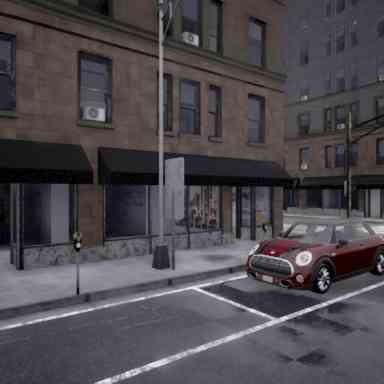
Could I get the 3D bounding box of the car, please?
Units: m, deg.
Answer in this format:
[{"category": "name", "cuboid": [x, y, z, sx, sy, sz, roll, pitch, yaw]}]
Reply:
[{"category": "car", "cuboid": [3.312, 1.440, 8.722, 4.097, 1.590, 1.967, 0, 0, -37]}]
